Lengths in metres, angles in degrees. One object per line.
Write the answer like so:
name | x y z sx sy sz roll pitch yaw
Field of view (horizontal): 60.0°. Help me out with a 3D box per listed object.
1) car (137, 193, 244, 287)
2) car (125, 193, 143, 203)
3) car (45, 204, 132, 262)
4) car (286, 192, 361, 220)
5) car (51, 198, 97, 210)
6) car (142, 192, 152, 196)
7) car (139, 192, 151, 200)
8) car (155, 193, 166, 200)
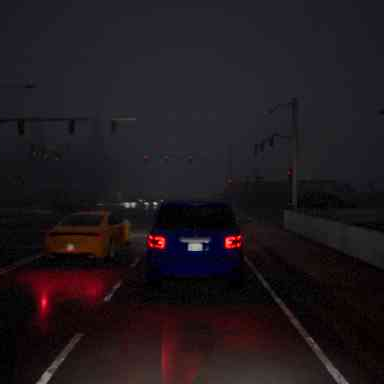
car | 0.065 1.158 9.252 2.150 2.045 5.566 0 0 0
car | -10.538 1.087 58.757 2.128 1.511 4.902 0 0 1
car | -3.421 1.395 11.870 1.882 1.535 5.008 0 0 0
car | 10.225 1.041 26.036 5.566 2.045 2.150 0 0 1
car | -11.043 1.277 31.082 4.902 1.511 2.128 0 0 29
car | -7.036 1.121 58.663 1.812 1.442 4.674 0 0 1
car | -10.480 0.844 74.262 2.097 1.767 4.553 0 0 0
car | -6.980 1.029 74.143 2.033 1.411 5.357 0 0 0
